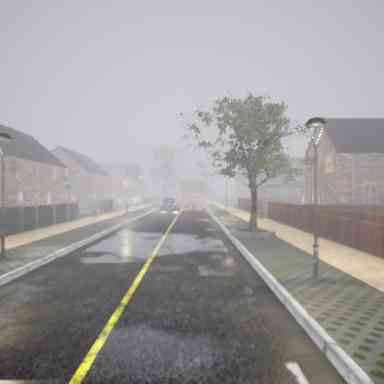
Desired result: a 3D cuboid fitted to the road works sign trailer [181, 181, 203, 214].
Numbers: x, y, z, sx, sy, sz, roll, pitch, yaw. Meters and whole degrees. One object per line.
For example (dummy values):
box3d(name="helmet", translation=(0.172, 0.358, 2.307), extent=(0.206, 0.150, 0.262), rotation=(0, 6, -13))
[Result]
box3d(name="road works sign trailer", translation=(-0.018, 0.529, 36.772), extent=(2.380, 3.560, 2.880), rotation=(0, 0, 0))

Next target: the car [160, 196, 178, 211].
box3d(name="car", translation=(-2.851, 1.441, 42.538), extent=(2.097, 1.767, 4.553), rotation=(0, 0, 0))
